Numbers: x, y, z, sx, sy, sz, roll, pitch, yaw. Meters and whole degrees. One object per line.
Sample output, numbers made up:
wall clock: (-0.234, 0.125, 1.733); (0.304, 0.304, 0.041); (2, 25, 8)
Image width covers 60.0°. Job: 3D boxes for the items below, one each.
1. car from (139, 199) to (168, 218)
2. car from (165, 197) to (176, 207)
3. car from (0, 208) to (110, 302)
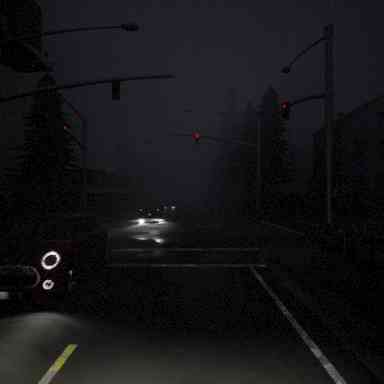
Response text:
car: (-3.566, 1.601, 30.128); (1.895, 1.301, 4.718); (0, 0, 0)
car: (-3.493, 1.547, 52.663); (2.033, 1.411, 5.357); (0, 0, 1)
car: (-3.593, 1.354, 8.487); (2.097, 1.767, 4.553); (0, 0, 0)
